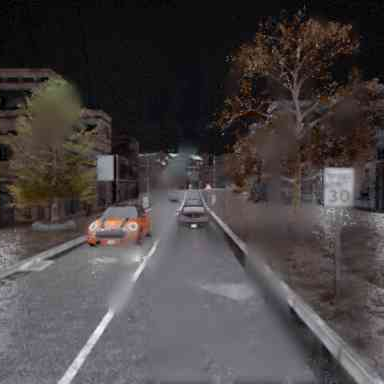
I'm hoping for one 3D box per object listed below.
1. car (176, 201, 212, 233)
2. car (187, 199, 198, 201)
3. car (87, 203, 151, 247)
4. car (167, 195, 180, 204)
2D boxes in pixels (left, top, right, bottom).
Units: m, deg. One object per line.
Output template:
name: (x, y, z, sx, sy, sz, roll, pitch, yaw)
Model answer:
car: (0.098, 1.495, 19.595, 1.837, 1.490, 4.892, 0, 0, 0)
car: (0.098, 1.527, 38.781, 2.033, 1.411, 5.357, 0, 0, 0)
car: (-3.100, 1.344, 14.989, 2.097, 1.767, 4.553, 0, 0, 0)
car: (-3.062, 1.258, 55.369, 1.895, 1.301, 4.718, 0, 2, 1)
